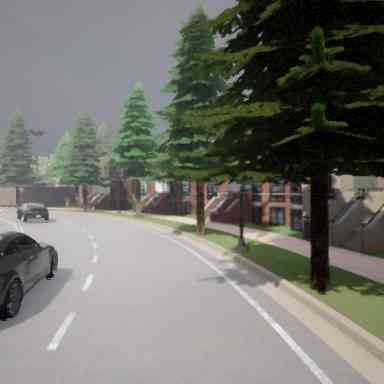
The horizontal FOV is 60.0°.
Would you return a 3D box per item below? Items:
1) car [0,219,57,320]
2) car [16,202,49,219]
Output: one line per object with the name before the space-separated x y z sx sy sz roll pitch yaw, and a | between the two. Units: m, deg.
car | -4.294 1.564 7.148 1.812 1.442 4.674 0 0 -9
car | -13.219 1.622 27.485 1.837 1.490 4.892 0 0 -36
